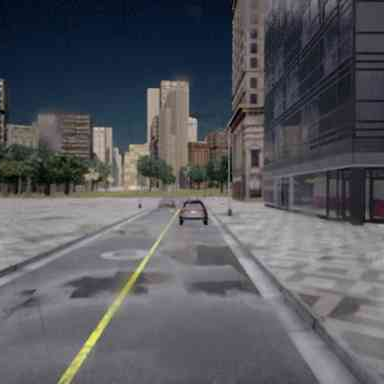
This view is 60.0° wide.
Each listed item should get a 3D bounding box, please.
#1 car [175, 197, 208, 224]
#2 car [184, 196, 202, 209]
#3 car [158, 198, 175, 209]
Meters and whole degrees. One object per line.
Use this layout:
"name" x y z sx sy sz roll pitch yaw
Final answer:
"car" 0.100 1.339 23.682 2.033 1.649 4.856 0 0 0
"car" 0.101 1.324 42.309 2.128 1.511 4.902 0 0 0
"car" -3.085 1.400 41.586 1.994 1.385 4.181 0 0 0
